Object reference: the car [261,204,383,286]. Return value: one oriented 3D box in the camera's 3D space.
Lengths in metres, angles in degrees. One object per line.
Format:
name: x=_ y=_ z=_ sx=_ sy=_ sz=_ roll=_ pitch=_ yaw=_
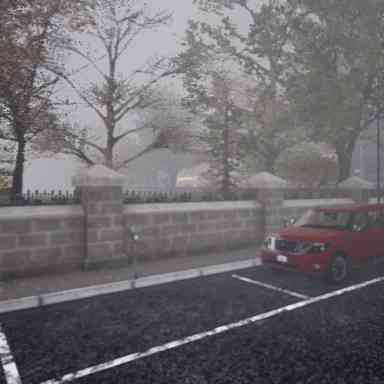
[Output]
car: x=4.254 y=1.307 z=9.600 sx=5.009 sy=1.841 sz=2.192 roll=0 pitch=0 yaw=-36
